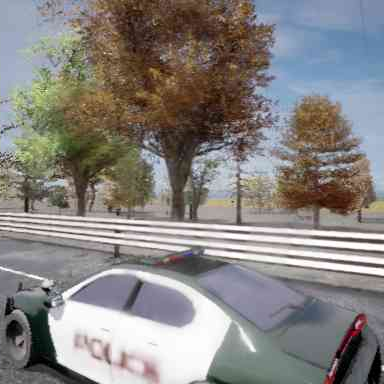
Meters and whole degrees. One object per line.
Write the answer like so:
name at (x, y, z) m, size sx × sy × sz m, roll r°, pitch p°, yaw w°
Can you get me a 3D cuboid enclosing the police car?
police car at (-0.511, 1.537, 4.229) m, size 4.974 × 1.542 × 2.038 m, roll -1°, pitch -1°, yaw 36°
